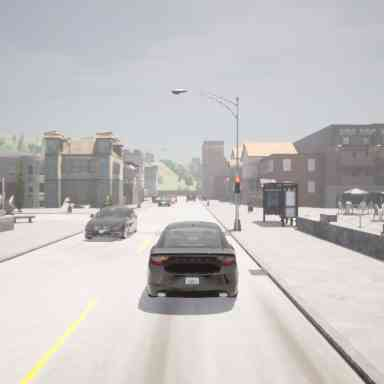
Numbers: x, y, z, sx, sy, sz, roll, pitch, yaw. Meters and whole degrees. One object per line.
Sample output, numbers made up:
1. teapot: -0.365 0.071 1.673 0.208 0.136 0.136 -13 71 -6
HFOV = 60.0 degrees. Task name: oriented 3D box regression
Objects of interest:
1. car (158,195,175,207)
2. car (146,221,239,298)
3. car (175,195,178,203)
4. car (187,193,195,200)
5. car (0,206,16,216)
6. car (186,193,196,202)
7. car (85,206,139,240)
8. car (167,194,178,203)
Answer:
1. car: -4.233 1.491 52.020 2.128 1.511 4.902 0 0 0
2. car: 0.027 1.478 8.575 1.882 1.535 5.008 0 0 0
3. car: -4.229 1.352 61.120 2.097 1.767 4.553 0 0 0
4. car: -0.234 1.187 87.062 2.097 1.767 4.553 0 0 0
5. car: -17.320 1.503 27.732 4.892 1.490 1.837 0 0 0
6. car: -0.205 1.216 76.702 2.150 2.045 5.566 0 0 0
7. car: -3.938 1.505 17.043 1.837 1.490 4.892 1 0 1
8. car: -4.190 1.355 71.183 2.097 1.767 4.553 0 0 0
